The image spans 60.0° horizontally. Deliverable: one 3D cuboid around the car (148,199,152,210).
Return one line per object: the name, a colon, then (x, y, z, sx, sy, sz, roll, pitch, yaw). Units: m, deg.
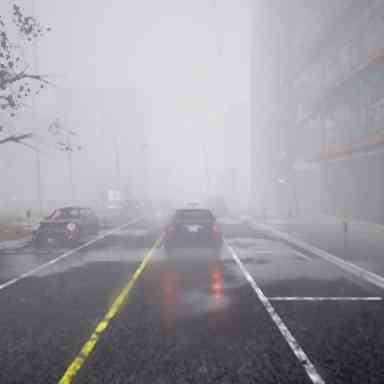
car: (-5.707, 1.581, 43.057, 1.802, 1.307, 4.206, 0, 0, 0)

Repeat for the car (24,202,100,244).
car: (-5.701, 1.435, 15.418, 1.967, 1.590, 4.097, 0, 0, 0)

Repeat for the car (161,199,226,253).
car: (0.067, 1.347, 13.755, 2.097, 1.767, 4.553, 0, 0, 0)

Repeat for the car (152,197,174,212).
car: (-3.083, 1.562, 38.766, 1.994, 1.385, 4.181, 0, 0, 0)

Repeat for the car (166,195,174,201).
car: (-5.717, 1.589, 86.509, 1.947, 1.339, 4.313, 0, 0, 0)

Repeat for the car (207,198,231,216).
car: (2.677, 1.542, 32.002, 1.887, 1.381, 4.507, 0, 0, 0)

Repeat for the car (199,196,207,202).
car: (2.666, 1.585, 80.975, 1.947, 1.339, 4.313, 0, 0, 0)

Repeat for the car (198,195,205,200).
car: (2.663, 1.574, 92.022, 1.887, 1.381, 4.507, 0, 0, 0)

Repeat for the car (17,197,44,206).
car: (-30.286, 1.829, 62.385, 4.097, 1.590, 1.967, -1, 1, 0)

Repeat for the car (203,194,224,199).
car: (2.674, 1.313, 37.530, 2.192, 1.841, 5.009, 0, 0, 0)

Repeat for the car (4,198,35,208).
car: (-27.984, 1.971, 53.765, 4.403, 1.369, 2.008, -1, 1, 0)

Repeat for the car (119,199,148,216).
car: (-5.705, 1.436, 32.001, 1.967, 1.590, 4.097, 0, 0, 0)

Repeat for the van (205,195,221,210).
van: (2.673, 1.341, 43.058, 1.690, 1.788, 3.998, 0, 0, 0)

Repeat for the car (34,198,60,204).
car: (-22.415, 1.890, 53.807, 4.403, 1.369, 2.008, -1, 1, 0)

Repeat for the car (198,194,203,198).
car: (2.667, 1.597, 75.452, 1.802, 1.307, 4.206, 0, 0, 0)
